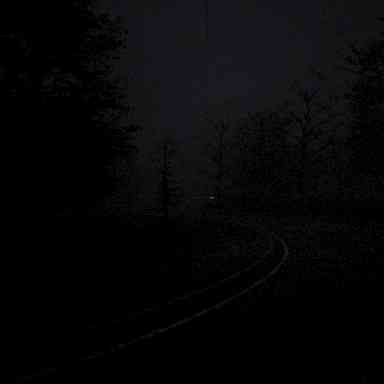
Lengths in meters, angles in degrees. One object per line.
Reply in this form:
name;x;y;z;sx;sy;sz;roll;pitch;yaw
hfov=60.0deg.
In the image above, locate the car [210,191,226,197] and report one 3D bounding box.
car;7.250;0.542;91.886;2.097;1.767;4.553;-1;1;16
